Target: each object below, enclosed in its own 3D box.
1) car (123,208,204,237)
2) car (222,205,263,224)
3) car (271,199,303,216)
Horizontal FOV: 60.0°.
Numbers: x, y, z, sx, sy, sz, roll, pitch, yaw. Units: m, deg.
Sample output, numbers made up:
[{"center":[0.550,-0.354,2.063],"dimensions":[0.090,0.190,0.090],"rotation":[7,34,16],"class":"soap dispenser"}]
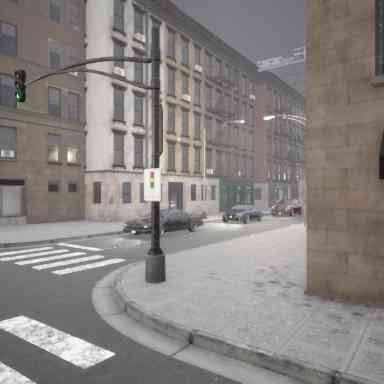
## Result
[{"center":[-1.388,1.630,18.861],"dimensions":[2.033,1.411,5.357],"rotation":[0,0,35],"class":"car"},{"center":[4.064,1.696,26.503],"dimensions":[1.994,1.385,4.181],"rotation":[0,0,36],"class":"car"},{"center":[9.979,1.539,34.789],"dimensions":[2.097,1.767,4.553],"rotation":[0,0,35],"class":"car"}]
